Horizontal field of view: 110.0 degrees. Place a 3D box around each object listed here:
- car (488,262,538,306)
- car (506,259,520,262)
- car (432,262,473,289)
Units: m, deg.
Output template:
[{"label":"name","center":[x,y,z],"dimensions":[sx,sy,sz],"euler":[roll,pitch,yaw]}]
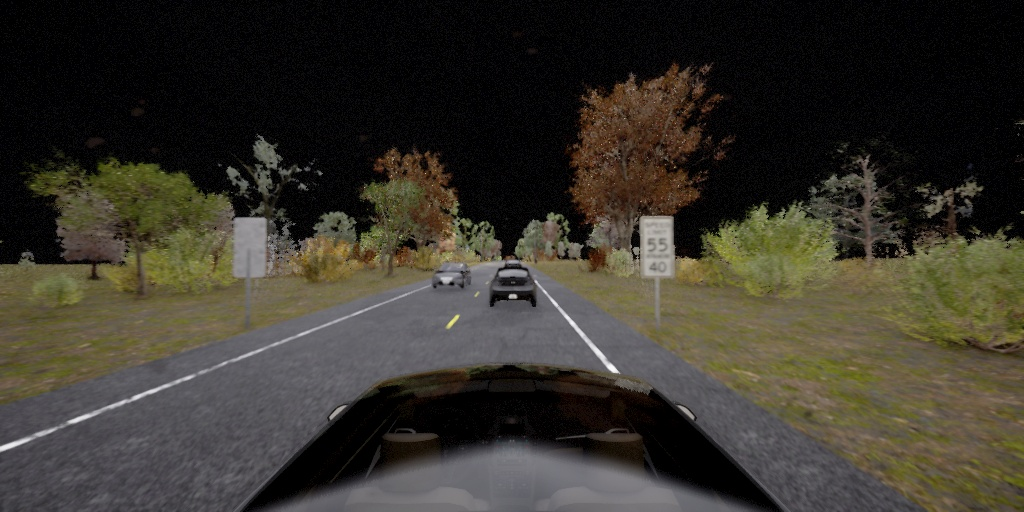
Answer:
[{"label":"car","center":[0.051,1.183,15.259],"dimensions":[1.837,1.490,4.892],"euler":[0,1,0]},{"label":"car","center":[0.090,1.071,37.803],"dimensions":[1.882,1.535,5.008],"euler":[0,0,0]},{"label":"car","center":[-3.538,1.140,21.837],"dimensions":[2.128,1.511,4.902],"euler":[0,0,1]}]
